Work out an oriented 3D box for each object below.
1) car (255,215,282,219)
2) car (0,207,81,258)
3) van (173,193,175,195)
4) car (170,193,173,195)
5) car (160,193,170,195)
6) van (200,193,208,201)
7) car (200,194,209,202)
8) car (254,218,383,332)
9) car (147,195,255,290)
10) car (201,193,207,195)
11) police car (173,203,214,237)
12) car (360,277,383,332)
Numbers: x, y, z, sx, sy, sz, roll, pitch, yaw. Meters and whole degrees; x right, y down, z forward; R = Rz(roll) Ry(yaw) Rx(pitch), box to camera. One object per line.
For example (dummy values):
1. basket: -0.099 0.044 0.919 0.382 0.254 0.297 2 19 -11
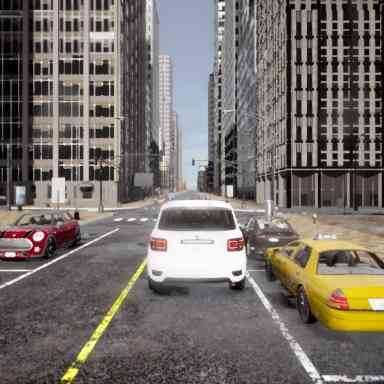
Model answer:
1. car: 2.702 1.548 12.425 2.008 1.369 4.403 0 0 0
2. car: -5.678 1.437 12.430 1.967 1.590 4.097 0 0 0
3. van: -5.622 1.225 84.433 1.690 1.788 3.998 0 0 0
4. car: -5.665 1.242 67.378 2.192 1.841 5.009 0 0 0
5. car: -5.736 1.380 61.693 1.967 1.590 4.097 0 0 0
6. van: 2.753 1.239 78.738 1.690 1.788 3.998 0 0 0
7. car: 2.748 1.353 73.053 1.967 1.590 4.097 0 0 0
8. car: 2.697 1.525 6.927 1.752 1.417 4.829 0 0 0
9. car: 0.107 1.220 9.212 2.150 2.045 5.566 0 0 0
10. car: 2.836 1.380 61.685 1.967 1.590 4.097 0 0 0
11. police car: 0.111 1.497 19.132 2.038 1.542 4.974 0 0 1
12. car: 2.693 1.551 1.086 2.008 1.369 4.403 0 0 0
